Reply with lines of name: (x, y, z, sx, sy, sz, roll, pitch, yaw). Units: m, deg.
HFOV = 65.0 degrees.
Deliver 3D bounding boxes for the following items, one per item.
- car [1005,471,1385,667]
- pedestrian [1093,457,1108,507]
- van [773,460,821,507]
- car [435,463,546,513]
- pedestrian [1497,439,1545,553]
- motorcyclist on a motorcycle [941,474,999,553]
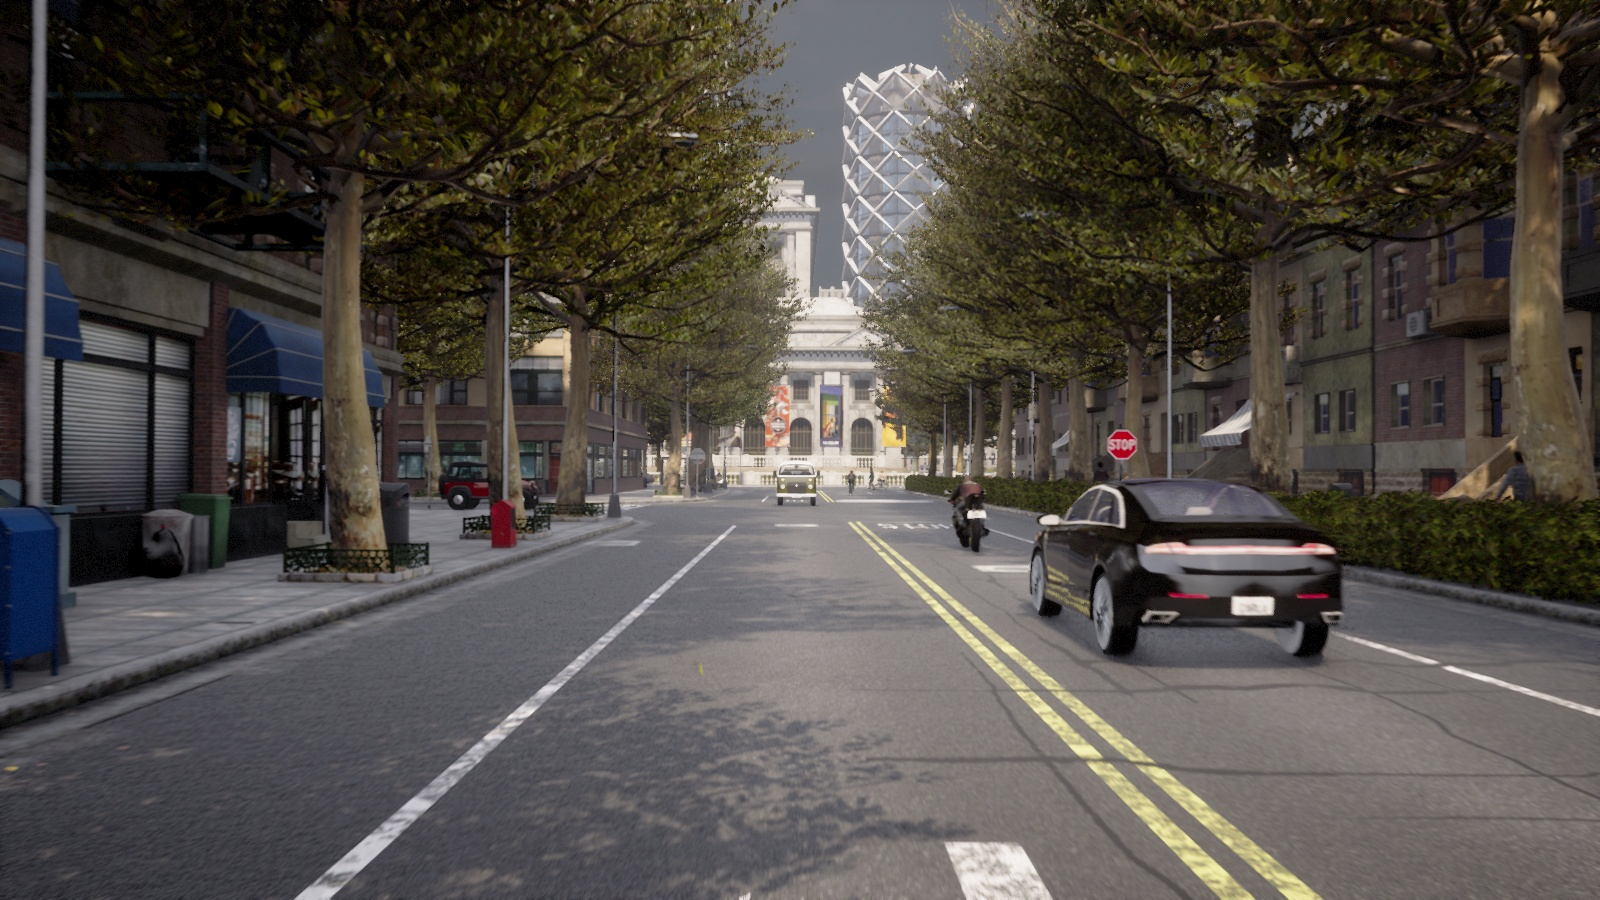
car: (3.470, 0.961, 12.206, 2.128, 1.511, 4.902, 0, -1, 0)
pedestrian: (11.713, 1.243, 48.909, 0.402, 1.930, 0.666, 0, -1, 0)
van: (-0.140, 1.492, 56.954, 2.069, 2.038, 4.480, 0, -1, 0)
car: (-11.966, 1.474, 48.717, 3.866, 1.878, 1.905, 0, -1, -1)
pedestrian: (12.563, 0.788, 21.893, 0.423, 1.949, 0.788, 0, -1, 6)
motorcyclist on a motorcycle: (3.437, 1.264, 25.578, 0.866, 1.530, 2.191, 0, -1, 0)
